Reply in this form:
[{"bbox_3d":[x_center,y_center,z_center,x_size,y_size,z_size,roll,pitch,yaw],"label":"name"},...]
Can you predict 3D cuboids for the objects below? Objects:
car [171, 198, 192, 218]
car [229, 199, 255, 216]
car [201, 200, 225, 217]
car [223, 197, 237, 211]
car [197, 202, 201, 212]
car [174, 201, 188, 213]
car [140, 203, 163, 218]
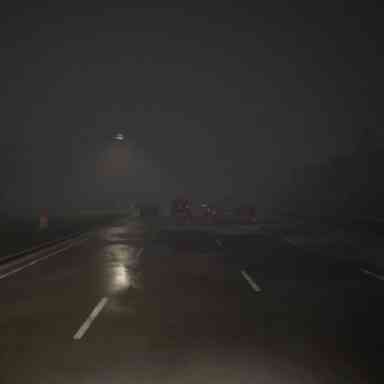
[{"bbox_3d":[-1.185,1.723,37.133,2.150,2.045,5.566,-1,-1,0],"label":"car"},{"bbox_3d":[5.799,1.869,37.648,1.882,1.535,5.008,-1,-1,-2],"label":"car"},{"bbox_3d":[2.301,1.976,37.658,1.812,1.442,4.674,-1,-1,-1],"label":"car"},{"bbox_3d":[5.373,1.757,48.178,2.150,2.045,5.566,-1,-1,-2],"label":"car"},{"bbox_3d":[1.871,2.088,48.422,2.128,1.511,4.902,-1,-1,-2],"label":"car"},{"bbox_3d":[-1.632,2.133,48.499,1.882,1.535,5.008,-1,0,-2],"label":"car"},{"bbox_3d":[-4.690,2.038,37.159,1.882,1.535,5.008,-1,-1,-2],"label":"car"}]
